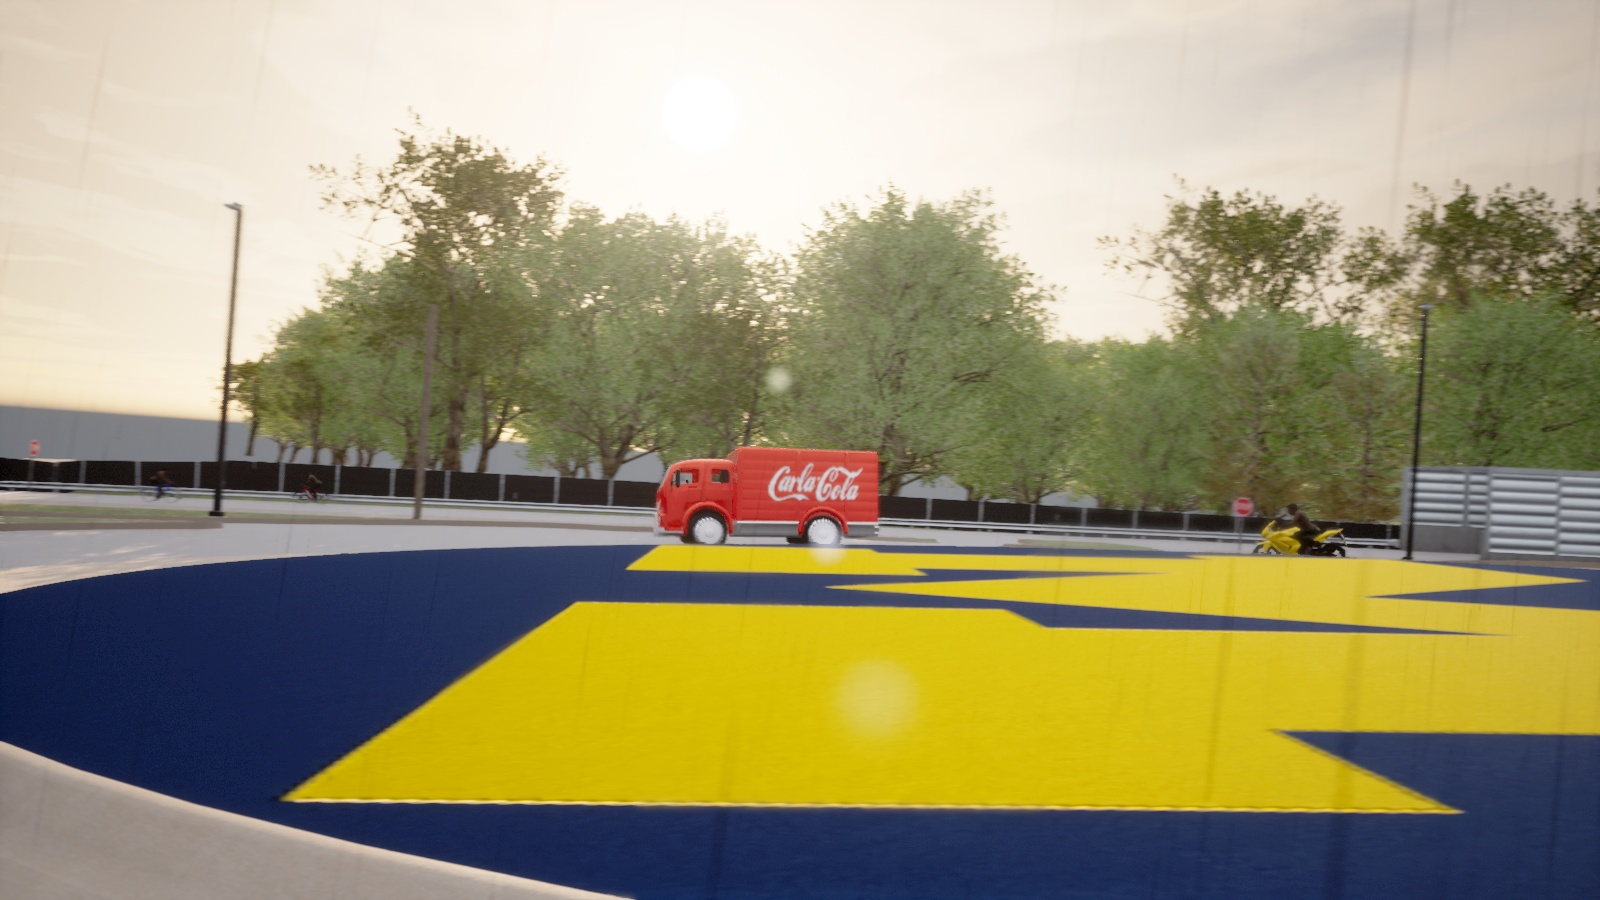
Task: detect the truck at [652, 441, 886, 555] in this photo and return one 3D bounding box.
[{"bbox_3d":[-0.805,1.231,30.121,5.204,2.467,2.627,2,-5,-10],"label":"truck"}]

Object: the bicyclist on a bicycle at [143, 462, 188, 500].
[{"bbox_3d":[-29.000,1.414,57.433,1.656,1.620,0.582,3,0,-5],"label":"bicyclist on a bicycle"}]

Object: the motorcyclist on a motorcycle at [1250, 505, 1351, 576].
[{"bbox_3d":[11.402,2.061,28.629,2.044,1.523,0.797,-1,-7,29],"label":"motorcyclist on a motorcycle"}]
